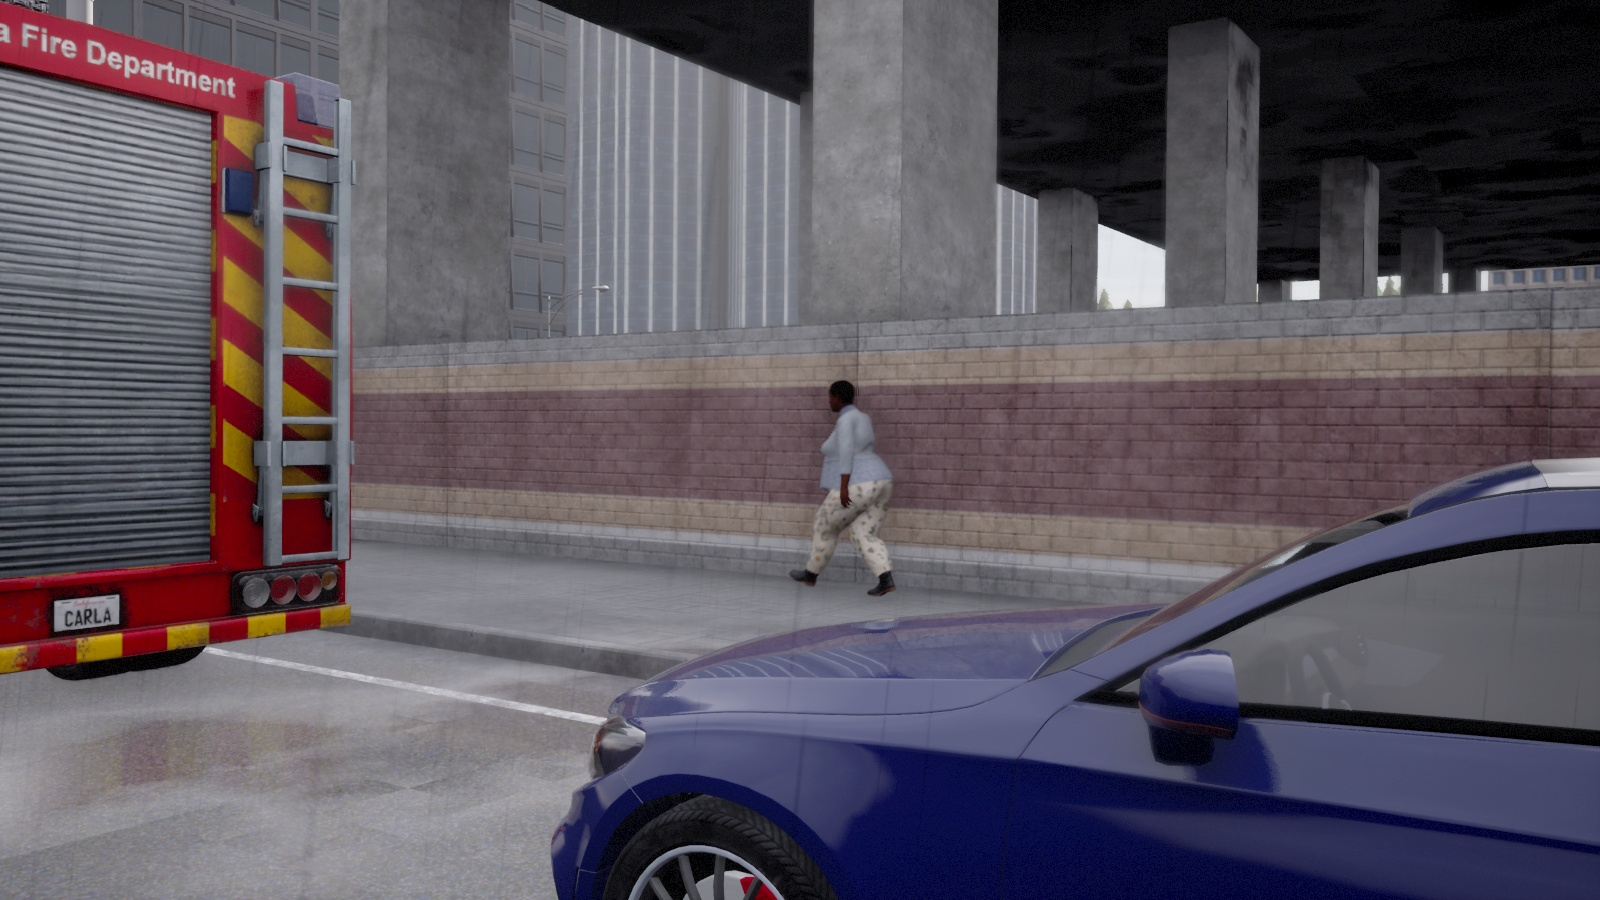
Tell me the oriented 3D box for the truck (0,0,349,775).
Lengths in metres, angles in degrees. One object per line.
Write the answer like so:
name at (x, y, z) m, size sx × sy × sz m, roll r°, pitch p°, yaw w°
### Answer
truck at (-6.880, -0.483, 8.172) m, size 8.468 × 3.827 × 2.891 m, roll 0°, pitch 1°, yaw 34°

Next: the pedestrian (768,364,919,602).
pedestrian at (0.365, 0.250, 10.364) m, size 0.900 × 1.855 × 0.874 m, roll 0°, pitch 1°, yaw 34°

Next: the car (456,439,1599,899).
car at (1.618, 0.708, 2.546) m, size 4.674 × 1.442 × 1.812 m, roll 0°, pitch 1°, yaw 33°
